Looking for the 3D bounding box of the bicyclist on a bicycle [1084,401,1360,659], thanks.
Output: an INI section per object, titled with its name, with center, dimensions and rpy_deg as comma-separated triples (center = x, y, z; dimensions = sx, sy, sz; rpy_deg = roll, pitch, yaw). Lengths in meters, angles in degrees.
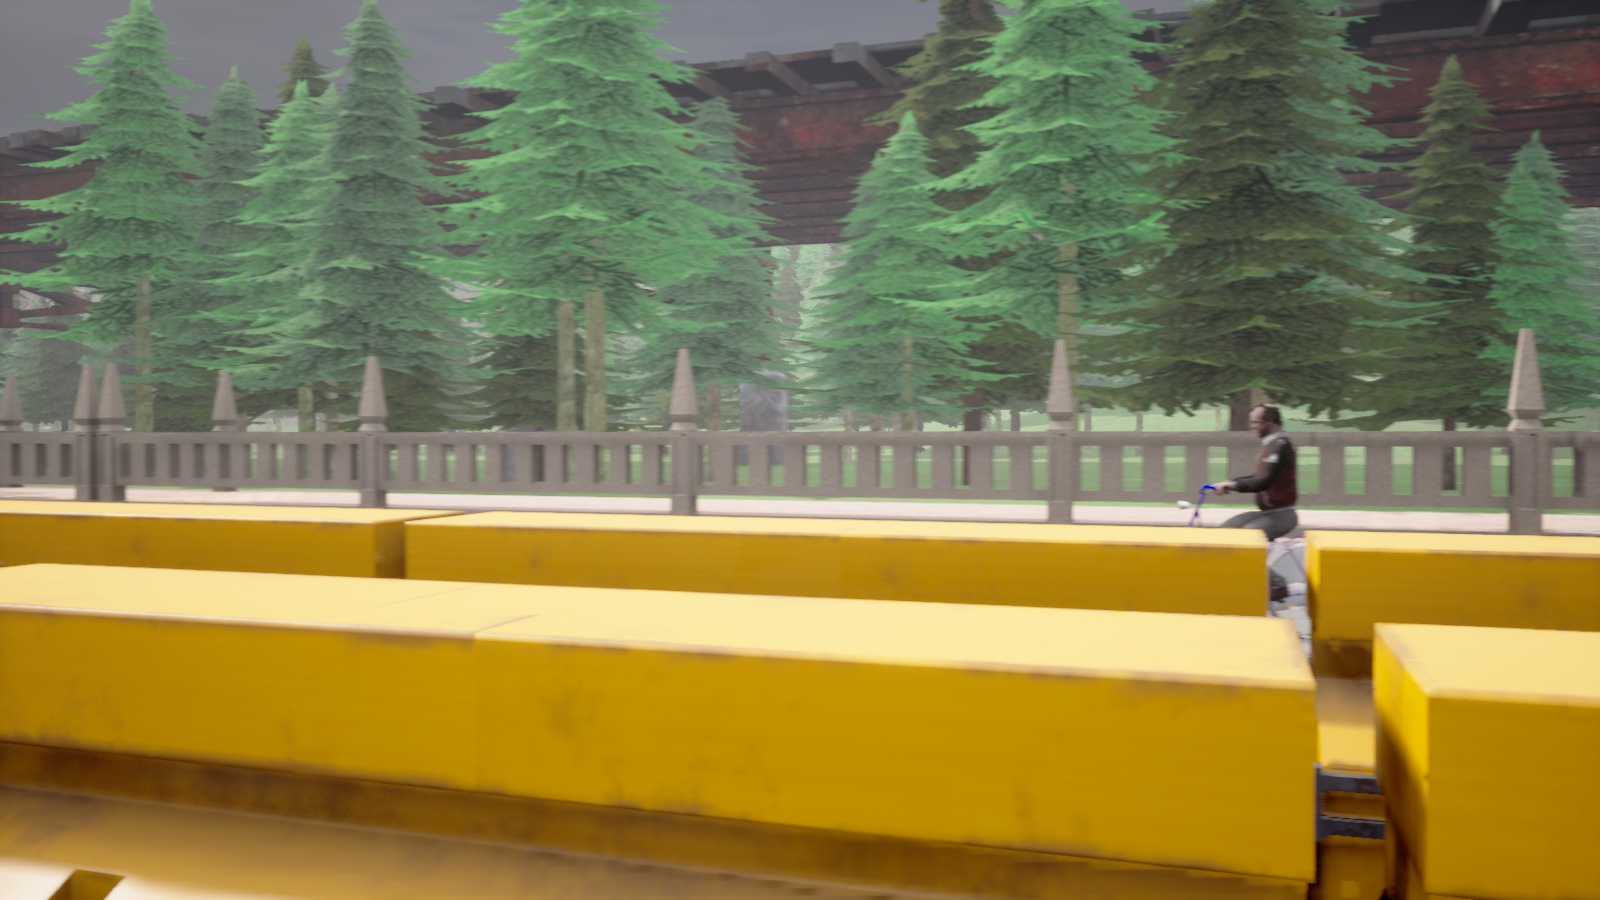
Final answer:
[bicyclist on a bicycle]
center = 3.161, 0.553, 9.512
dimensions = 1.843, 1.776, 0.659
rpy_deg = 3, 2, 19
